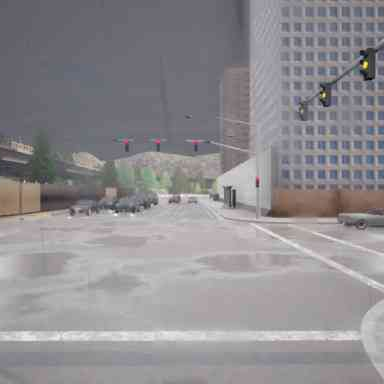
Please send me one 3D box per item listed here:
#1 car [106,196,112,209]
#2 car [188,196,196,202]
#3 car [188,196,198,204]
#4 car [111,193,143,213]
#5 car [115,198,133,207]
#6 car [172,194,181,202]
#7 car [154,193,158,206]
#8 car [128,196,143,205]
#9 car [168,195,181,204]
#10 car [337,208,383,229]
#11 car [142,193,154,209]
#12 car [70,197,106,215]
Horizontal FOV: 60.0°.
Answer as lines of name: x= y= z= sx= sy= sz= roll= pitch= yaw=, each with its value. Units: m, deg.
car: x=-10.586 y=1.352 z=42.113 sx=2.097 sy=1.767 sz=4.553 roll=0 pitch=0 yaw=0
car: x=0.010 y=1.595 z=74.828 sx=1.895 sy=1.301 sz=4.718 roll=0 pitch=0 yaw=0
car: x=0.104 y=1.601 z=64.586 sx=1.895 sy=1.301 sz=4.718 roll=0 pitch=0 yaw=0
car: x=-7.083 y=1.352 z=36.764 sx=2.097 sy=1.767 sz=4.553 roll=0 pitch=0 yaw=0
car: x=-10.581 y=1.601 z=51.907 sx=1.895 sy=1.301 sz=4.718 roll=0 pitch=0 yaw=0
car: x=-3.491 y=1.305 z=74.449 sx=1.882 sy=1.535 sz=5.008 roll=0 pitch=0 yaw=0
car: x=-7.057 y=1.221 z=56.929 sx=2.150 sy=2.045 sz=5.566 roll=0 pitch=0 yaw=0
car: x=-10.551 y=1.478 z=62.126 sx=1.882 sy=1.535 sz=5.008 roll=0 pitch=0 yaw=0
car: x=-3.492 y=1.601 z=64.257 sx=1.895 sy=1.301 sz=4.718 roll=0 pitch=0 yaw=0
car: x=11.856 y=1.656 z=21.162 sx=4.718 sy=1.301 sz=1.895 roll=0 pitch=0 yaw=0
car: x=-7.078 y=1.221 z=46.200 sx=2.150 sy=2.045 sz=5.566 roll=0 pitch=0 yaw=0
car: x=-10.599 y=1.492 z=33.217 sx=2.128 sy=1.511 sz=4.902 roll=0 pitch=0 yaw=1
